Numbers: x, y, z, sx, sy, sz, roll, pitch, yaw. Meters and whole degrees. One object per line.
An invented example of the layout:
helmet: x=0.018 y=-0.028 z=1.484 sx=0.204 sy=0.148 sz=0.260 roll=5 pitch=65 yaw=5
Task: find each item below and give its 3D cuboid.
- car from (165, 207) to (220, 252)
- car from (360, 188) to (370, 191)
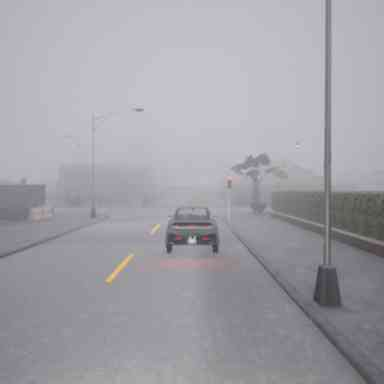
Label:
car: x=0.036 y=1.327 z=12.959 sx=2.128 sy=1.511 sz=4.902 roll=0 pitch=0 yaw=1
car: x=38.001 y=0.076 z=72.407 sx=1.905 sy=1.878 sz=3.866 roll=0 pitch=1 yaw=0
